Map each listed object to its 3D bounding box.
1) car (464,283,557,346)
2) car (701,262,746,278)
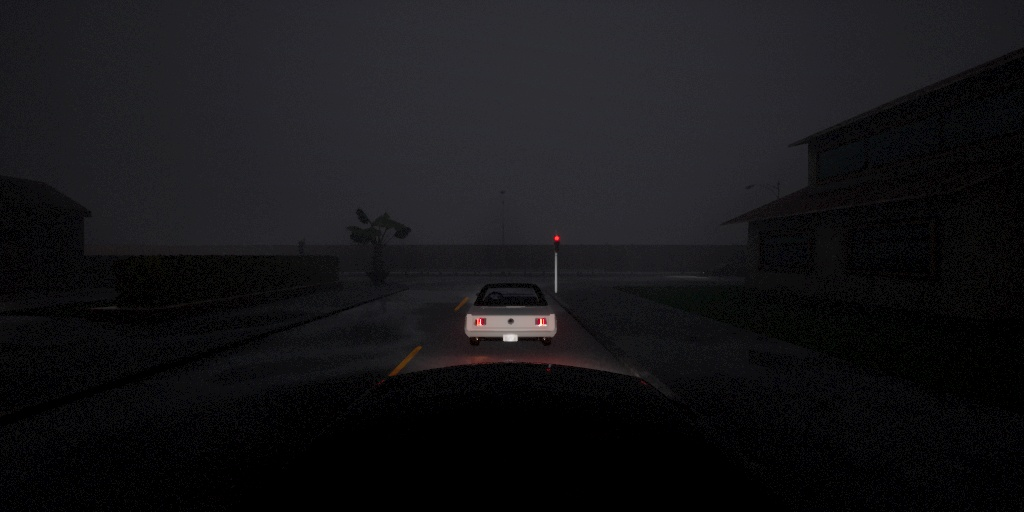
[{"bbox_3d":[-0.026,1.351,9.400,1.895,1.301,4.718,0,0,0],"label":"car"},{"bbox_3d":[20.106,1.275,33.311,4.674,1.442,1.812,0,0,-1],"label":"car"}]
